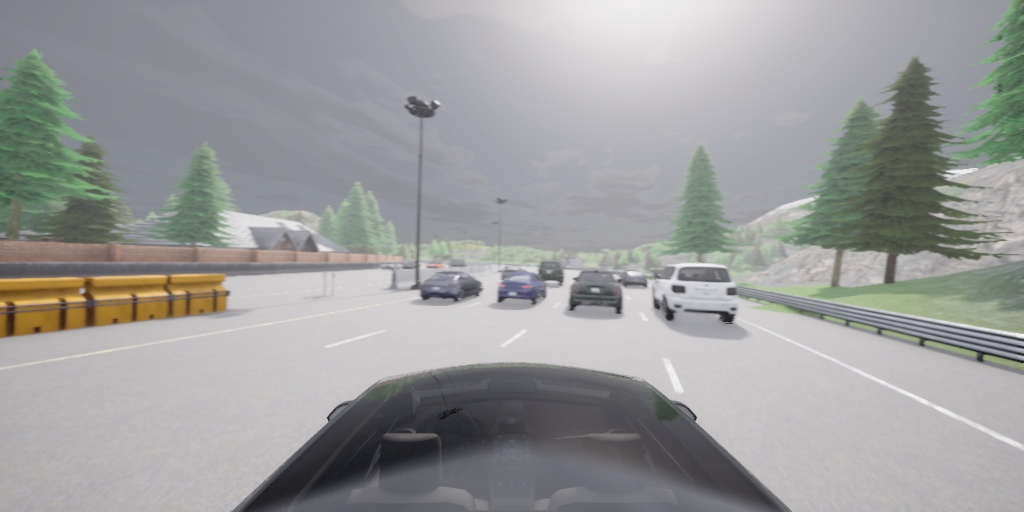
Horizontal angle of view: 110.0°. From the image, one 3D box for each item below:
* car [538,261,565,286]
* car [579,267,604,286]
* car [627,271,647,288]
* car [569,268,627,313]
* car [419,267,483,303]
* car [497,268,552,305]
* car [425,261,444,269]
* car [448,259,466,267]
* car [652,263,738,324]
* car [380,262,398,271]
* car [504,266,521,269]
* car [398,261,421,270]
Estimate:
[{"bbox_3d":[3.424,1.449,31.409,2.150,2.045,5.566,1,0,10],"label":"car"},{"bbox_3d":[7.200,1.820,33.070,1.882,1.535,5.008,1,0,9],"label":"car"},{"bbox_3d":[10.493,1.968,31.437,1.994,1.385,4.181,1,-1,9],"label":"car"},{"bbox_3d":[3.764,1.383,16.004,2.097,1.767,4.553,1,-1,14],"label":"car"},{"bbox_3d":[-2.928,1.457,18.084,1.994,1.385,4.181,1,-1,14],"label":"car"},{"bbox_3d":[0.582,1.500,17.689,1.812,1.442,4.674,1,-1,14],"label":"car"},{"bbox_3d":[-12.057,1.514,55.989,2.097,1.767,4.553,1,-1,1],"label":"car"},{"bbox_3d":[-8.531,1.471,56.007,2.150,2.045,5.566,1,-1,1],"label":"car"},{"bbox_3d":[6.894,1.307,14.032,2.150,2.045,5.566,1,-1,15],"label":"car"},{"bbox_3d":[-19.001,1.593,56.355,1.895,1.301,4.718,1,-1,2],"label":"car"},{"bbox_3d":[0.141,1.659,33.155,2.128,1.511,4.902,1,-1,9],"label":"car"},{"bbox_3d":[-15.559,1.572,55.470,1.837,1.490,4.892,2,-1,2],"label":"car"}]
